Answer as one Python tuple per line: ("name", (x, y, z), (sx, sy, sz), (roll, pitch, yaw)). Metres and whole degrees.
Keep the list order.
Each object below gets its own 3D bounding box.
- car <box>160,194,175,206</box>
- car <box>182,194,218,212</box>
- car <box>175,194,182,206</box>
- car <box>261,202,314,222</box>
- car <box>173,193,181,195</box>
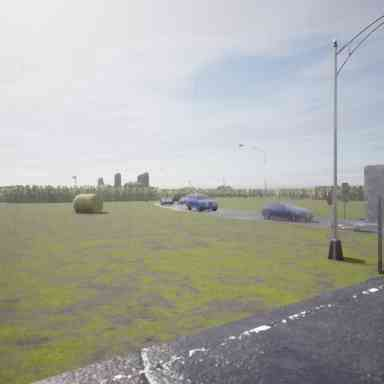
("car", (-4.603, 1.635, 59.035), (2.033, 1.411, 5.357), (-1, 0, -11))
("car", (1.091, 1.278, 39.907), (2.150, 2.045, 5.566), (-1, 1, -23))
("car", (-1.265, 1.585, 56.804), (1.812, 1.442, 4.674), (-1, 0, -12))
("car", (7.545, 1.560, 26.851), (1.812, 1.442, 4.674), (-1, 0, -29))
("car", (-3.041, 1.297, 66.977), (2.150, 2.045, 5.566), (0, 0, -6))
